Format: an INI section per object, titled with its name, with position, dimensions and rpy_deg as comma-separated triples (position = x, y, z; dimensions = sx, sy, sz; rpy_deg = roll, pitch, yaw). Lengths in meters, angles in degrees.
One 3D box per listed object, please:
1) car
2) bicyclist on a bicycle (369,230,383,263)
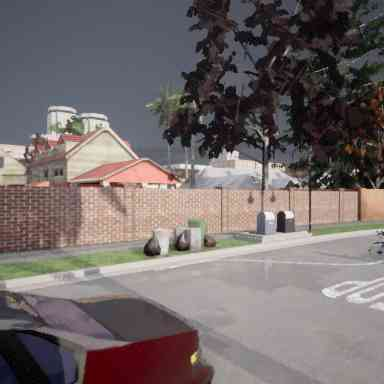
[car]
position = -2.309, 1.547, 2.175
dimensions = 5.357, 1.411, 2.033
rpy_deg = 0, 0, -38
[bicyclist on a bicycle]
position = 6.297, 1.456, 10.250
dimensions = 0.582, 1.620, 1.656
rpy_deg = 0, -1, -38
